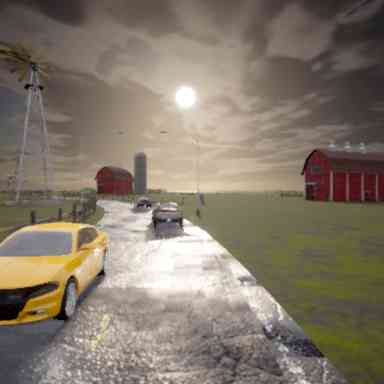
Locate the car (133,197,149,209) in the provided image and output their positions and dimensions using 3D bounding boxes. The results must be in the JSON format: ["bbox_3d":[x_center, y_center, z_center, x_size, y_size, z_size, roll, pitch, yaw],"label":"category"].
[{"bbox_3d":[-6.217,1.350,41.792,1.837,1.490,4.892,0,0,-17],"label":"car"}]

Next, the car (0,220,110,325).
[{"bbox_3d":[-3.132,1.458,7.398,1.882,1.535,5.008,0,0,-3],"label":"car"}]

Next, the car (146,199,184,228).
[{"bbox_3d":[-1.691,1.424,21.757,2.128,1.511,4.902,0,0,-9],"label":"car"}]
